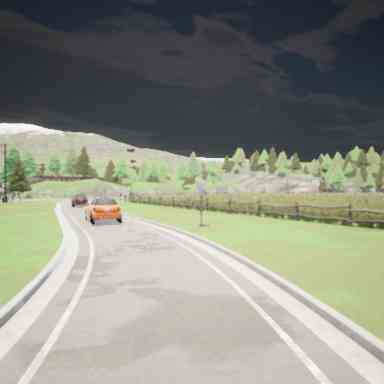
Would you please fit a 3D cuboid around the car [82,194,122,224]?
[{"bbox_3d":[-6.489,1.215,24.093,2.097,1.767,4.553,0,0,-23],"label":"car"}]

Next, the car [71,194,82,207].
[{"bbox_3d":[-15.695,1.105,46.465,2.097,1.767,4.553,0,1,-21],"label":"car"}]
